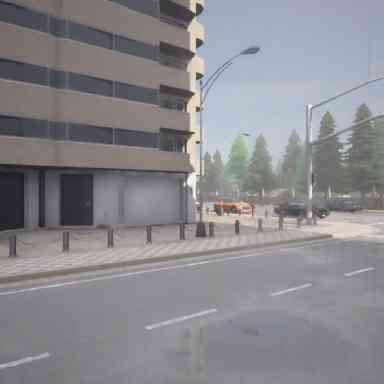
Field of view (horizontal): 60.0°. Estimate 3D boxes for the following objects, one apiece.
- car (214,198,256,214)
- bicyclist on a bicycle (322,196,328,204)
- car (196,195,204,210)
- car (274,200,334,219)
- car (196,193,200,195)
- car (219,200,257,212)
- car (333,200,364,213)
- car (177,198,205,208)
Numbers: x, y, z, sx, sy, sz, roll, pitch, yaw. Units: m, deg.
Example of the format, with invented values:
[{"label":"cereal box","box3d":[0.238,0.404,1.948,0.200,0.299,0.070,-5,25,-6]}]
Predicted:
[{"label":"car","box3d":[4.434,1.407,36.670,2.097,1.767,4.553,0,0,-36]},{"label":"bicyclist on a bicycle","box3d":[17.369,1.356,43.492,1.656,1.620,0.582,0,0,-36]},{"label":"car","box3d":[-0.920,1.533,44.103,1.882,1.535,5.008,0,0,-36]},{"label":"car","box3d":[9.650,1.656,29.438,1.895,1.301,4.718,0,0,-36]},{"label":"car","box3d":[-0.109,1.278,61.165,2.150,2.045,5.566,0,0,-35]},{"label":"car","box3d":[5.609,1.656,41.020,1.895,1.301,4.718,0,0,-36]},{"label":"car","box3d":[16.542,1.603,37.850,2.033,1.411,5.357,0,0,-33]},{"label":"car","box3d":[-0.193,1.619,49.083,1.994,1.385,4.181,0,0,-36]}]
